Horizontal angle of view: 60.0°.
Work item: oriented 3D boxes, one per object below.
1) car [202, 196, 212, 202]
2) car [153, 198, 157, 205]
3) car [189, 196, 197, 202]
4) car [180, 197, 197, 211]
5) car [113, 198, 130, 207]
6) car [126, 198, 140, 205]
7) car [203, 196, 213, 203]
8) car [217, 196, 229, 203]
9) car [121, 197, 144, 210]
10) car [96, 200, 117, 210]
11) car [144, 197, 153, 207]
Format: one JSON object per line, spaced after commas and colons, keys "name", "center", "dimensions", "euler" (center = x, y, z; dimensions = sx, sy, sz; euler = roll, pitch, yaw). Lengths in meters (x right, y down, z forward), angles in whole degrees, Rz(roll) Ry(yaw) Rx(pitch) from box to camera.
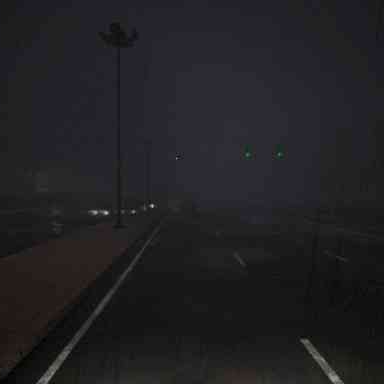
{"name": "car", "center": [3.750, 1.692, 84.034], "dimensions": [2.128, 1.511, 4.902], "euler": [0, 0, 1]}
{"name": "car", "center": [-8.067, 1.794, 65.219], "dimensions": [1.895, 1.301, 4.718], "euler": [0, 0, 1]}
{"name": "car", "center": [0.250, 1.720, 84.062], "dimensions": [1.994, 1.385, 4.181], "euler": [0, 0, 1]}
{"name": "car", "center": [-0.454, 1.688, 42.694], "dimensions": [1.994, 1.385, 4.181], "euler": [0, 0, 1]}
{"name": "car", "center": [-11.734, 1.693, 55.598], "dimensions": [1.812, 1.442, 4.674], "euler": [0, 0, 1]}
{"name": "car", "center": [-11.562, 1.796, 65.536], "dimensions": [1.895, 1.301, 4.718], "euler": [0, 0, 1]}
{"name": "car", "center": [3.579, 1.707, 73.603], "dimensions": [1.837, 1.490, 4.892], "euler": [0, 0, 1]}
{"name": "car", "center": [7.077, 1.681, 73.477], "dimensions": [1.882, 1.535, 5.008], "euler": [0, 0, 1]}
{"name": "car", "center": [-8.460, 1.490, 46.087], "dimensions": [2.097, 1.767, 4.553], "euler": [0, 0, 1]}
{"name": "car", "center": [-11.945, 1.742, 46.474], "dimensions": [1.895, 1.301, 4.718], "euler": [0, 0, 2]}
{"name": "car", "center": [-8.241, 1.642, 55.131], "dimensions": [1.882, 1.535, 5.008], "euler": [0, 0, 1]}
